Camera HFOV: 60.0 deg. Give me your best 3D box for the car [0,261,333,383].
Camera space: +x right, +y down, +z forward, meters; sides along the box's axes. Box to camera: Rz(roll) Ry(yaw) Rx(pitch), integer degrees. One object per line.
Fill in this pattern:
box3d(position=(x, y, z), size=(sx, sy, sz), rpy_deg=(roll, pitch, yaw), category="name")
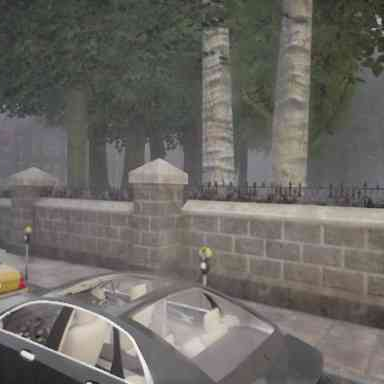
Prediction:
box3d(position=(-0.906, 1.548, 3.442), size=(4.403, 1.369, 2.008), rpy_deg=(0, 1, 36), category="car")
